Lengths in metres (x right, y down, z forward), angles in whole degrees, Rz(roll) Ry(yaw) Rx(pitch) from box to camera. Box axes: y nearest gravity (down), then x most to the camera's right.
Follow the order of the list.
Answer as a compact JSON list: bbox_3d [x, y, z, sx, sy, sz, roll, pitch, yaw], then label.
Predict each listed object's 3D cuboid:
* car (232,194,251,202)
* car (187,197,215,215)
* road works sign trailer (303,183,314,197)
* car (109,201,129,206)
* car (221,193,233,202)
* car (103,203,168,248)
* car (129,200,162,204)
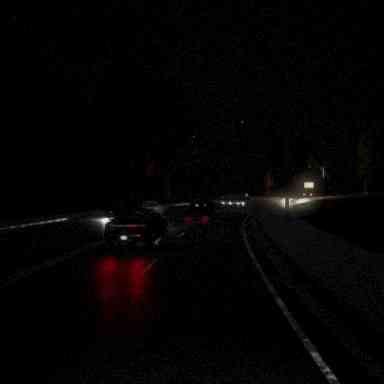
[{"bbox_3d":[10.585,1.223,67.698,2.128,1.511,4.902,-1,0,28],"label":"car"},{"bbox_3d":[0.975,1.274,33.340,2.097,1.767,4.553,0,0,13],"label":"car"},{"bbox_3d":[29.824,-0.605,84.577,2.380,3.560,2.880,2,0,42],"label":"road works sign trailer"},{"bbox_3d":[-6.524,1.530,30.533,1.994,1.385,4.181,0,0,12],"label":"car"},{"bbox_3d":[7.822,1.085,69.421,2.097,1.767,4.553,-1,0,28],"label":"car"},{"bbox_3d":[-2.274,1.471,14.738,2.128,1.511,4.902,0,0,6],"label":"car"},{"bbox_3d":[-3.544,1.481,29.031,1.812,1.442,4.674,0,0,12],"label":"car"}]
